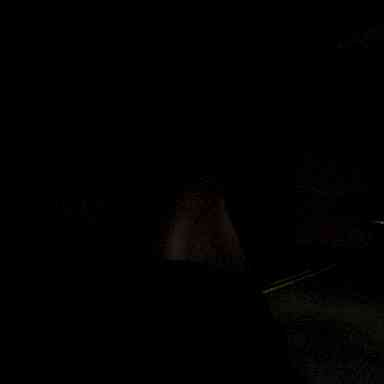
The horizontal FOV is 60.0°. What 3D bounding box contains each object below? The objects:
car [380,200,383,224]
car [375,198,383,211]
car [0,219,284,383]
[{"bbox_3d":[12.569,1.382,19.679,1.994,1.385,4.181,0,0,26],"label":"car"},{"bbox_3d":[19.610,1.201,32.463,2.128,1.511,4.902,0,0,6],"label":"car"},{"bbox_3d":[-1.693,1.224,2.642,5.566,2.045,2.150,-1,1,-36],"label":"car"}]
